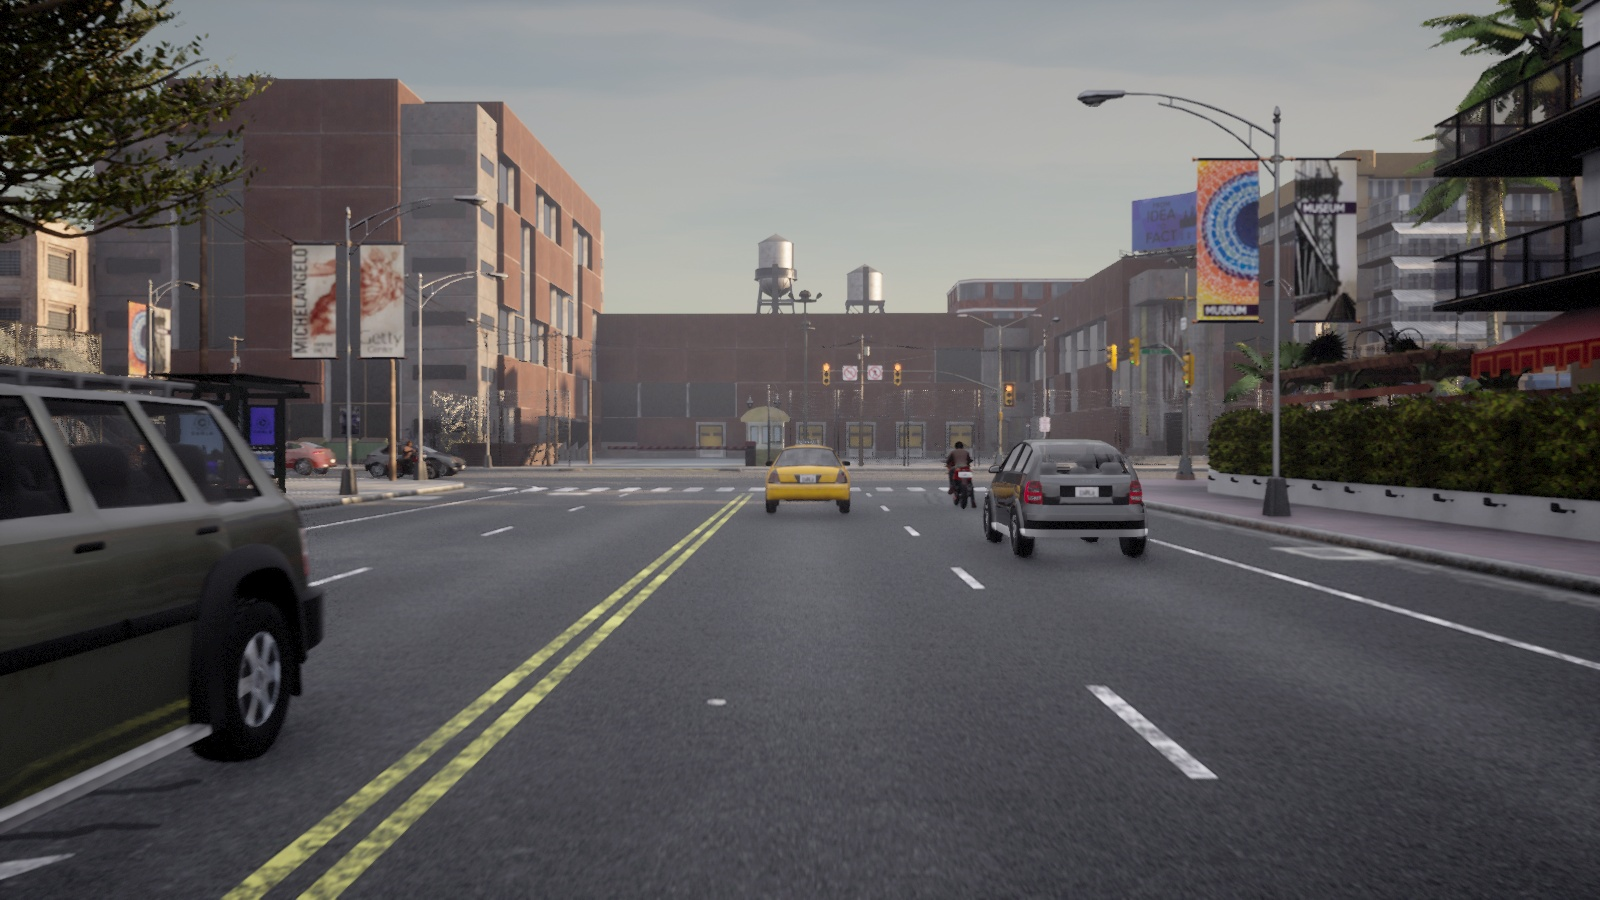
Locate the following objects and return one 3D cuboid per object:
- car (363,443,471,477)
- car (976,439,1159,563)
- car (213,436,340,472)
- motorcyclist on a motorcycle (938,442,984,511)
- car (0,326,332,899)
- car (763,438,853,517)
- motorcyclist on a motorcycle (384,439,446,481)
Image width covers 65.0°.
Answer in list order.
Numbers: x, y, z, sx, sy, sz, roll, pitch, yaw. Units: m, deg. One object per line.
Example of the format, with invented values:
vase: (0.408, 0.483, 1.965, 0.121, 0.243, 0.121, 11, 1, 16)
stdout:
car: (-16.834, 0.435, 55.287, 4.193, 1.474, 1.816, 0, 0, 1)
car: (3.615, 0.629, 17.597, 1.789, 1.549, 3.705, 0, 0, 0)
car: (-24.503, 0.173, 58.898, 5.027, 1.651, 2.152, 0, 0, 1)
motorcyclist on a motorcycle: (3.678, 0.569, 28.797, 0.797, 1.523, 2.044, 0, 0, 0)
car: (-3.459, 0.536, 4.351, 1.932, 1.855, 4.605, 0, 0, 0)
car: (0.172, 0.530, 27.676, 1.801, 1.575, 5.366, 0, 0, 0)
motorcyclist on a motorcycle: (-15.649, 0.397, 51.040, 2.350, 1.649, 0.766, 0, 1, 15)
